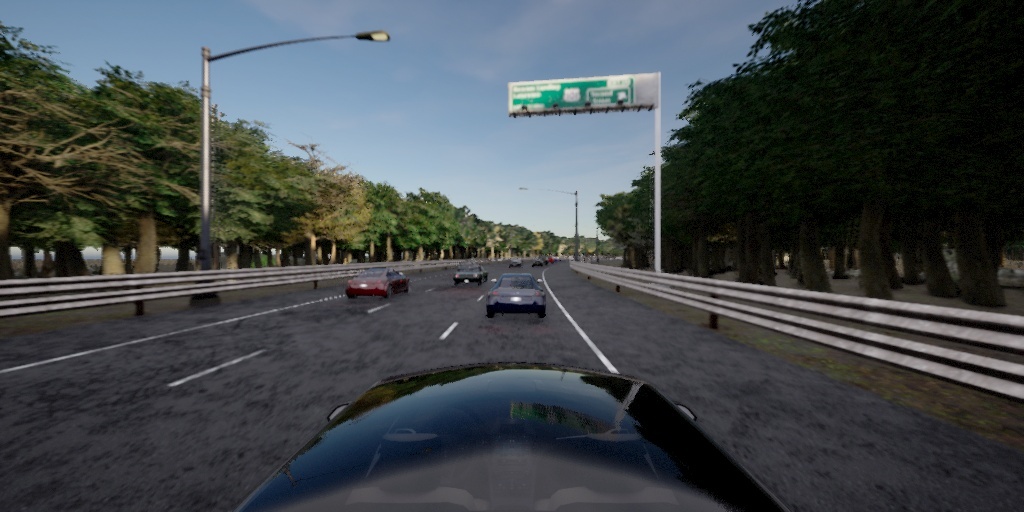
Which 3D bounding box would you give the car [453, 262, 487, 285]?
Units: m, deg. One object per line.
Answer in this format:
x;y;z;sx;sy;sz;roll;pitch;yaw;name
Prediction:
-2.835;1.346;25.791;1.895;1.301;4.718;0;0;3;car

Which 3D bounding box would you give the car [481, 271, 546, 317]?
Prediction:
0.176;1.316;13.197;1.994;1.385;4.181;0;0;2;car

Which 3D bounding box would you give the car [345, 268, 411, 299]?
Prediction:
-6.577;1.303;18.087;1.994;1.385;4.181;0;0;2;car

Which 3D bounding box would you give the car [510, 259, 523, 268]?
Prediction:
0.739;1.270;62.077;1.812;1.442;4.674;0;0;8;car
